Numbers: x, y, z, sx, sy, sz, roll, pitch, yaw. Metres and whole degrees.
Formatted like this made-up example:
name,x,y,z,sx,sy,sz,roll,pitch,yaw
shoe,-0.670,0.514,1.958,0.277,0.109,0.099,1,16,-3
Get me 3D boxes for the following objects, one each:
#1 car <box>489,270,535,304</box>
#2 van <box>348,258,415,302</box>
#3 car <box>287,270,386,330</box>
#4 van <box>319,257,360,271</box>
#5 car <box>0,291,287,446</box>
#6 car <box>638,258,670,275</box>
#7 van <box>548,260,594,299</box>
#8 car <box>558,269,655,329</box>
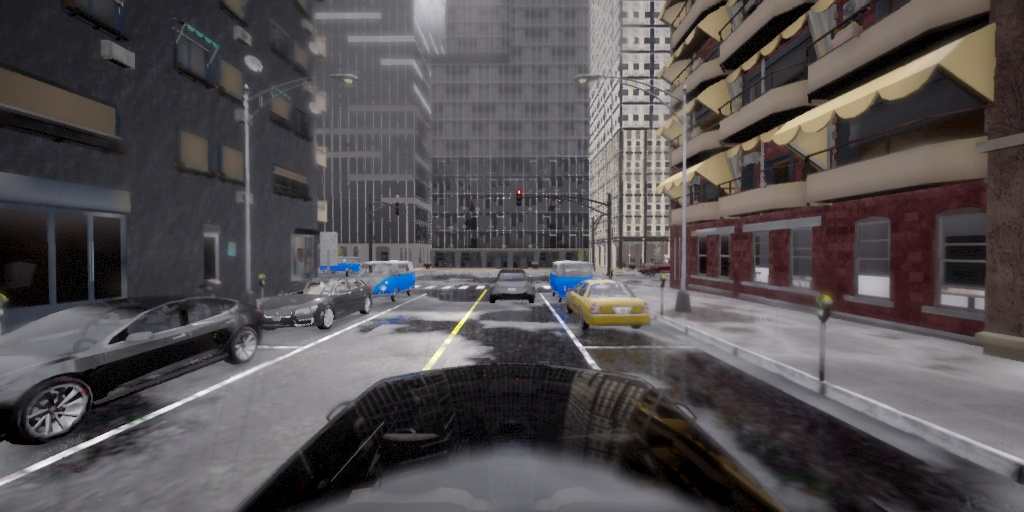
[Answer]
name,x,y,z,sx,sy,sz,roll,pitch,yaw
car,0.000,1.319,16.502,1.994,1.385,4.181,0,0,0
van,-5.691,1.086,16.483,1.690,1.789,3.998,0,0,0
car,-5.691,1.297,10.882,2.007,1.370,4.403,0,0,0
van,-17.156,0.948,35.987,3.998,1.789,1.690,0,0,0
car,-5.691,1.313,5.279,1.948,1.339,4.313,0,0,0
car,15.233,1.087,35.793,5.009,1.841,2.192,0,0,0
van,2.690,1.086,16.455,1.690,1.789,3.998,0,0,0
car,2.690,1.272,11.023,1.751,1.417,4.829,0,0,0
